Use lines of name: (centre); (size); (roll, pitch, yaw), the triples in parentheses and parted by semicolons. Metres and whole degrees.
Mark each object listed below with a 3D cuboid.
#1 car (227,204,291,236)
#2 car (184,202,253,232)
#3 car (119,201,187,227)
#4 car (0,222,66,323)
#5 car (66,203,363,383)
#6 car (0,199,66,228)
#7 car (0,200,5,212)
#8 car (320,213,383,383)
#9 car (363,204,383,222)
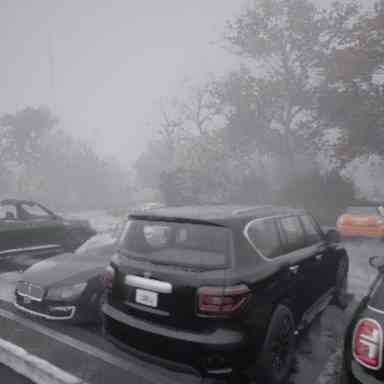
car: (4.077, 1.520, 19.598); (2.002, 1.452, 4.674); (0, 0, 36)
car: (1.810, 1.490, 21.219); (2.097, 1.535, 5.008); (0, 0, 36)
car: (-2.729, 1.522, 24.445); (2.097, 1.535, 5.008); (-1, 0, 36)
car: (-1.227, 1.472, 7.321); (2.231, 1.521, 4.892); (0, 0, 35)
car: (1.070, 1.216, 5.711); (2.435, 2.045, 5.566); (0, 0, 35)
car: (-5.778, 1.239, 10.594); (2.435, 2.045, 5.566); (0, 0, 35)
car: (-25.911, 1.822, 40.994); (2.002, 1.452, 4.674); (-1, 0, 36)
car: (3.317, 1.339, 4.038); (2.185, 1.767, 4.553); (0, 0, 35)
car: (8.592, 1.343, 16.339); (2.185, 1.767, 4.553); (0, 0, 35)
